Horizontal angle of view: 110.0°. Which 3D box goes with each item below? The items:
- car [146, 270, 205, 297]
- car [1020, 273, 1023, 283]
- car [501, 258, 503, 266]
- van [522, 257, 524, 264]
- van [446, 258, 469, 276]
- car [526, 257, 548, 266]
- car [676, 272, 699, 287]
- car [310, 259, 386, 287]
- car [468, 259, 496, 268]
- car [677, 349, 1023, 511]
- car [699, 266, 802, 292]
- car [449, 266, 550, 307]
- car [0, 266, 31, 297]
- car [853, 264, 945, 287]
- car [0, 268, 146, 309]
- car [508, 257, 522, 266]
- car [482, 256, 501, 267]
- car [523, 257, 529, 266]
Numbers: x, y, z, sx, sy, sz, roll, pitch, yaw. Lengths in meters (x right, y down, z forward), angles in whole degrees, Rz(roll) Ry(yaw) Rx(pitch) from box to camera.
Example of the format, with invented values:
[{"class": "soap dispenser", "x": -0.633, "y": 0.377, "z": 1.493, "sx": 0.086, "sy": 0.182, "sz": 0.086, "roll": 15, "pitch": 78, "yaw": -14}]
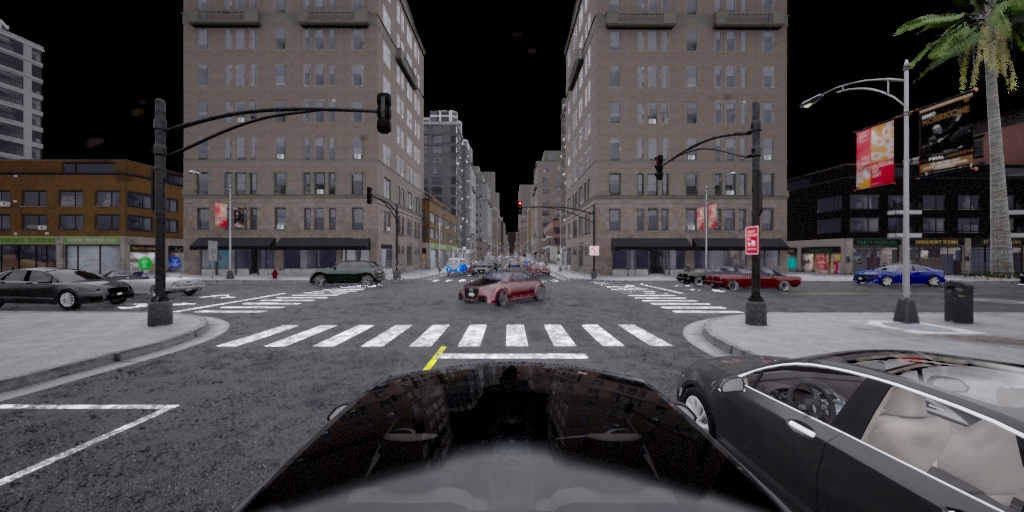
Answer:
[{"class": "car", "x": -17.896, "y": 1.324, "z": 17.410, "sx": 4.718, "sy": 1.301, "sz": 1.895, "roll": 0, "pitch": 0, "yaw": 0}, {"class": "car", "x": 33.803, "y": 1.027, "z": 21.118, "sx": 5.566, "sy": 2.045, "sz": 2.150, "roll": 0, "pitch": 0, "yaw": 0}, {"class": "car", "x": -2.852, "y": 1.354, "z": 55.718, "sx": 1.895, "sy": 1.301, "sz": 4.718, "roll": 0, "pitch": 0, "yaw": 0}, {"class": "van", "x": 2.929, "y": 1.094, "z": 59.620, "sx": 1.690, "sy": 1.789, "sz": 3.998, "roll": 0, "pitch": 0, "yaw": 0}, {"class": "van", "x": -5.704, "y": 1.093, "z": 36.981, "sx": 1.690, "sy": 1.789, "sz": 3.998, "roll": 0, "pitch": 0, "yaw": 0}, {"class": "car", "x": 2.822, "y": 1.192, "z": 36.943, "sx": 1.967, "sy": 1.591, "sz": 4.097, "roll": 0, "pitch": 0, "yaw": 0}, {"class": "car", "x": 13.737, "y": 1.365, "z": 24.272, "sx": 4.718, "sy": 1.301, "sz": 1.895, "roll": 0, "pitch": 0, "yaw": 0}, {"class": "car", "x": -11.021, "y": 1.080, "z": 24.146, "sx": 4.553, "sy": 1.767, "sz": 2.097, "roll": 0, "pitch": 0, "yaw": 0}, {"class": "car", "x": -2.948, "y": 1.316, "z": 36.619, "sx": 1.994, "sy": 1.385, "sz": 4.181, "roll": 0, "pitch": 0, "yaw": 0}, {"class": "car", "x": 2.669, "y": 1.300, "z": 2.293, "sx": 2.007, "sy": 1.370, "sz": 4.403, "roll": 0, "pitch": 0, "yaw": 0}, {"class": "car", "x": 13.952, "y": 1.370, "z": 21.023, "sx": 4.718, "sy": 1.301, "sz": 1.895, "roll": 0, "pitch": 0, "yaw": 0}, {"class": "car", "x": -0.356, "y": 1.316, "z": 15.572, "sx": 1.994, "sy": 1.385, "sz": 4.181, "roll": 0, "pitch": 0, "yaw": 39}, {"class": "car", "x": -26.883, "y": 1.235, "z": 17.366, "sx": 4.674, "sy": 1.442, "sz": 1.812, "roll": 0, "pitch": 0, "yaw": 0}, {"class": "car", "x": 26.123, "y": 1.264, "z": 24.333, "sx": 5.008, "sy": 1.535, "sz": 1.882, "roll": 0, "pitch": 0, "yaw": 0}, {"class": "car", "x": -17.937, "y": 1.232, "z": 14.161, "sx": 4.892, "sy": 1.490, "sz": 1.837, "roll": 0, "pitch": 0, "yaw": 0}, {"class": "car", "x": 0.368, "y": 1.315, "z": 62.122, "sx": 1.994, "sy": 1.385, "sz": 4.181, "roll": 0, "pitch": 0, "yaw": 1}, {"class": "car", "x": -2.900, "y": 0.975, "z": 45.927, "sx": 2.150, "sy": 2.045, "sz": 5.566, "roll": 0, "pitch": 0, "yaw": 0}, {"class": "car", "x": 2.876, "y": 1.193, "z": 48.281, "sx": 1.967, "sy": 1.591, "sz": 4.097, "roll": 0, "pitch": 0, "yaw": 0}]
